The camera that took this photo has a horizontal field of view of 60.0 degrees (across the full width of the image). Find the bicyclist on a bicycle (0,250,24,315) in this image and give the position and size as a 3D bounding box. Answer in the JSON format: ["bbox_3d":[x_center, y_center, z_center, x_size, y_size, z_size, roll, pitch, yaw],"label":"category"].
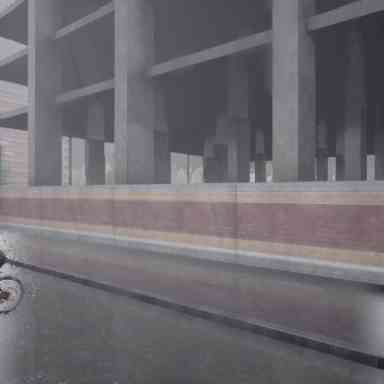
[{"bbox_3d":[-3.717,1.446,5.681,0.582,1.620,1.656,0,2,37],"label":"bicyclist on a bicycle"}]
